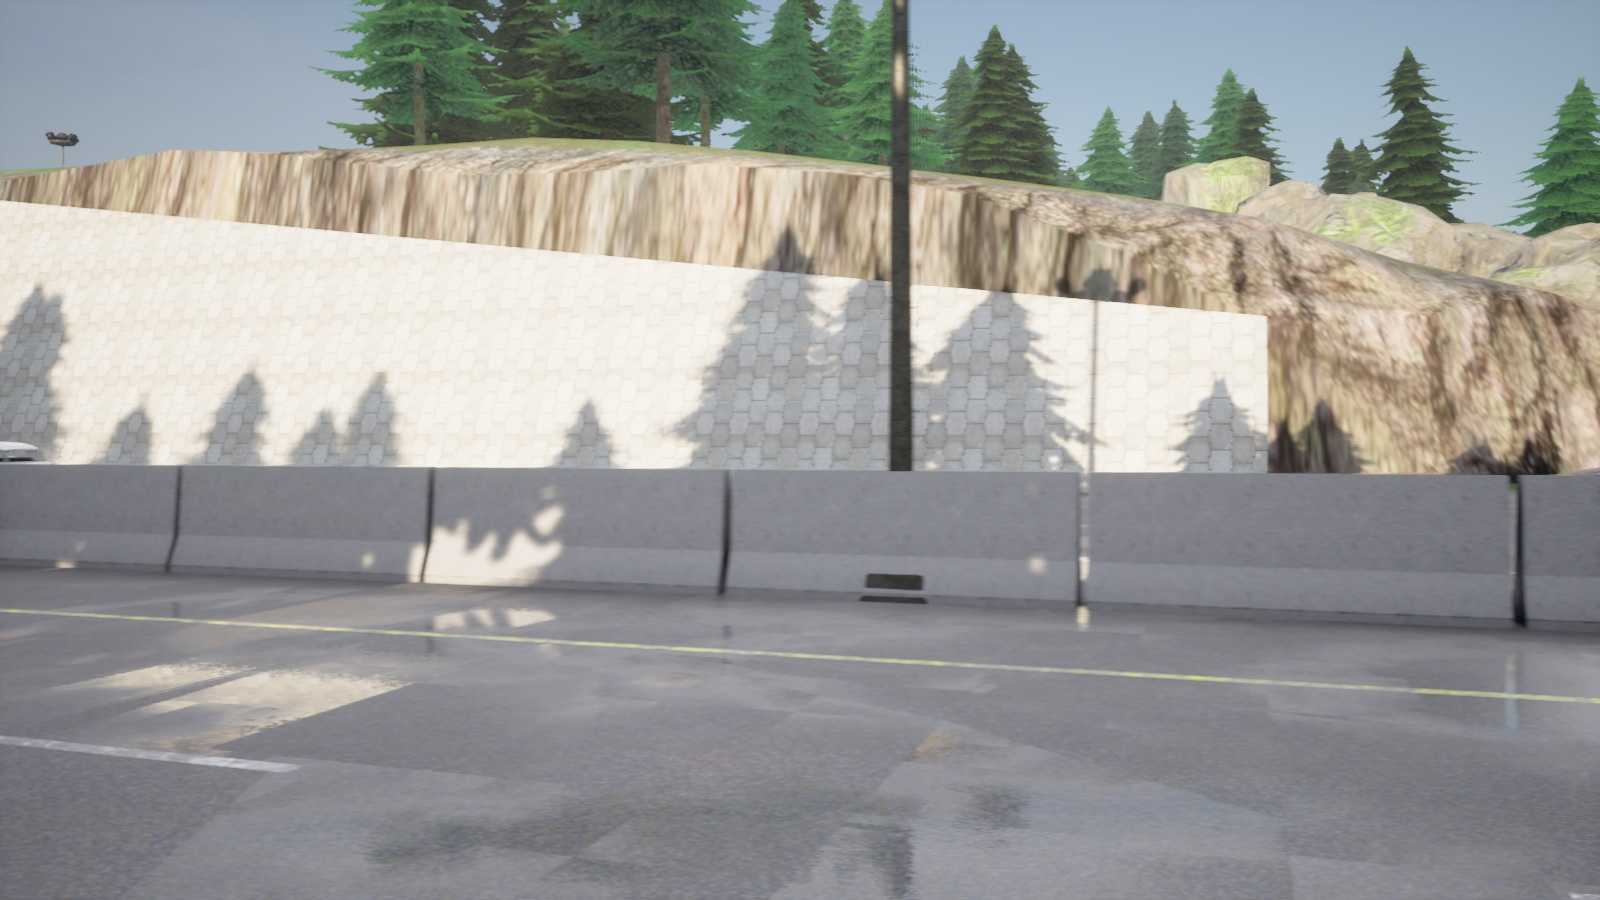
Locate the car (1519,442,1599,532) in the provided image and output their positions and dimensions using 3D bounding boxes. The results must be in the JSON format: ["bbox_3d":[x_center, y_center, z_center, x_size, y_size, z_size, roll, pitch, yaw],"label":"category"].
[{"bbox_3d":[14.912,0.605,20.330,5.357,1.411,2.033,1,1,19],"label":"car"}]

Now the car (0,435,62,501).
[{"bbox_3d":[-17.721,0.370,27.623,2.207,1.376,1.481,1,1,19],"label":"car"}]
